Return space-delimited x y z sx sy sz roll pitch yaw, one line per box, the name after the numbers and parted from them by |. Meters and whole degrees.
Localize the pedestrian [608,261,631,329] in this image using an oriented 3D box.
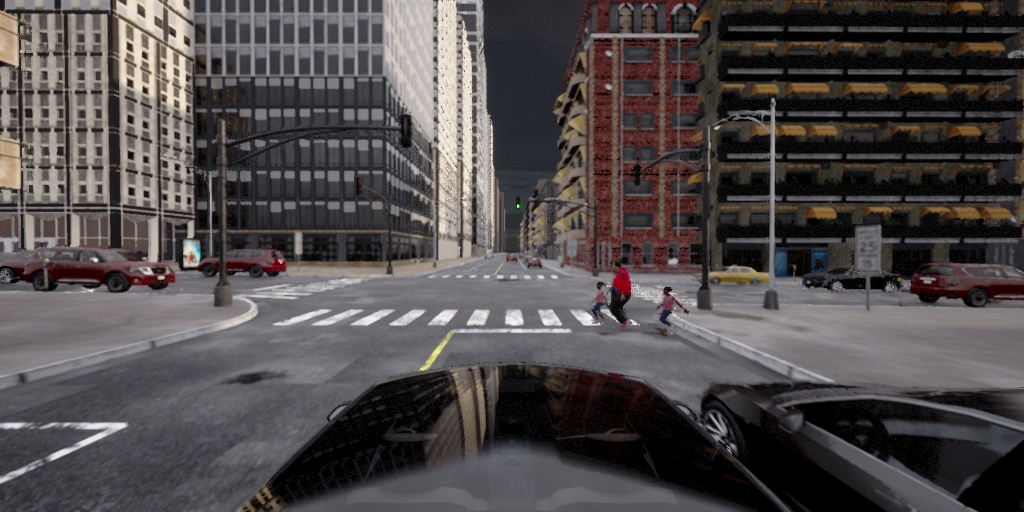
2.753 0.938 9.156 0.375 1.860 0.375 0 1 0 | pedestrian

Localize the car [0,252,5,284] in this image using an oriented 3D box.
-22.212 0.486 17.908 4.553 1.767 2.097 1 1 -1 | car

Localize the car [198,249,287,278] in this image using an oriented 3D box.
-17.710 0.464 23.749 5.009 1.841 2.192 0 0 0 | car

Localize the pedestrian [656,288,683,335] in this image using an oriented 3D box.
3.736 0.947 8.533 0.375 1.860 0.375 0 1 0 | pedestrian

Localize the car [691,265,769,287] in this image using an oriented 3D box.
14.630 1.270 24.041 4.829 1.417 1.751 0 0 0 | car

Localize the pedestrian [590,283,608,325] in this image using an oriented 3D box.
2.407 0.930 9.758 0.375 1.860 0.375 0 1 0 | pedestrian

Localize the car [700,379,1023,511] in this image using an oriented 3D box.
2.690 1.315 1.712 1.948 1.339 4.313 0 0 0 | car

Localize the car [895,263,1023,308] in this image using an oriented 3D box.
20.599 1.261 15.747 5.009 1.841 2.192 0 0 0 | car

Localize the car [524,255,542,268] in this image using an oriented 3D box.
2.740 0.746 43.731 1.802 1.307 4.207 0 0 0 | car

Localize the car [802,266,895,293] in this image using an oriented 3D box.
20.262 1.351 21.491 5.008 1.535 1.882 1 1 0 | car

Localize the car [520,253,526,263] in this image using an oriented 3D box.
2.690 0.540 56.647 2.007 1.370 4.403 0 0 0 | car

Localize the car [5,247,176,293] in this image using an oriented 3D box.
-17.575 0.564 15.371 5.009 1.841 2.192 0 0 0 | car
